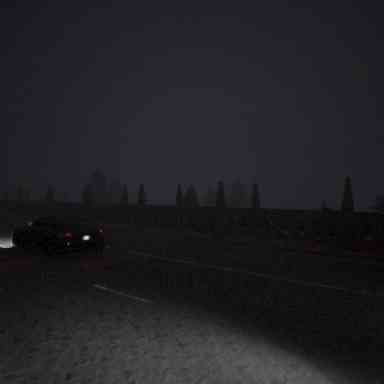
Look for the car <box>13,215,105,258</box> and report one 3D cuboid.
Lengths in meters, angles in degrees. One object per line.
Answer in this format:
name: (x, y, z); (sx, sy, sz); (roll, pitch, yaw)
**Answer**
car: (-5.261, 1.588, 13.002); (4.181, 1.385, 1.994); (0, 0, 40)
